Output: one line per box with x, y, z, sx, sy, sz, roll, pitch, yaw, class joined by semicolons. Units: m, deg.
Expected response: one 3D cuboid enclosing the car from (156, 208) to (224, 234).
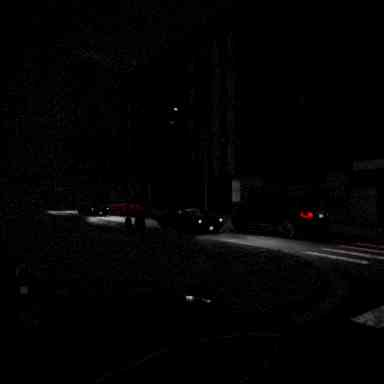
-0.230;1.639;19.669;1.895;1.301;4.718;0;0;-35;car

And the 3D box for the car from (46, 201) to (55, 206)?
-19.023;1.445;46.241;1.895;1.301;4.718;0;0;-35;car

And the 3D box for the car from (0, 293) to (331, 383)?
-0.823;1.566;2.226;4.313;1.339;1.947;0;0;-35;car

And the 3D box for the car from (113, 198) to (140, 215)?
-7.238;1.427;34.598;2.097;1.767;4.553;0;0;-35;car

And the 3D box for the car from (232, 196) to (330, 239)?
4.582;1.240;17.999;2.150;2.045;5.566;0;0;-35;car

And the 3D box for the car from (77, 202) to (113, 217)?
-9.939;1.686;33.319;1.895;1.301;4.718;0;0;-35;car
